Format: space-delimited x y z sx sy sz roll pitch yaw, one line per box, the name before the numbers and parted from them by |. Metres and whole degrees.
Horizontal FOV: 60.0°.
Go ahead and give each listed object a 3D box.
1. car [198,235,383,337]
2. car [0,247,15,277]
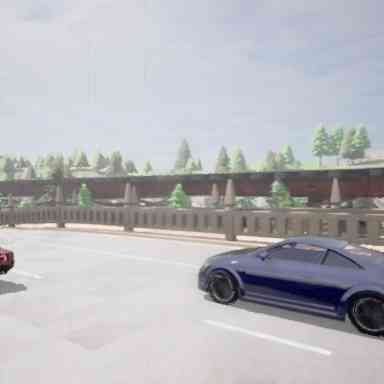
car | 2.181 1.578 6.738 4.181 1.385 1.994 0 0 36
car | -6.770 1.671 8.824 4.718 1.301 1.895 0 0 36
